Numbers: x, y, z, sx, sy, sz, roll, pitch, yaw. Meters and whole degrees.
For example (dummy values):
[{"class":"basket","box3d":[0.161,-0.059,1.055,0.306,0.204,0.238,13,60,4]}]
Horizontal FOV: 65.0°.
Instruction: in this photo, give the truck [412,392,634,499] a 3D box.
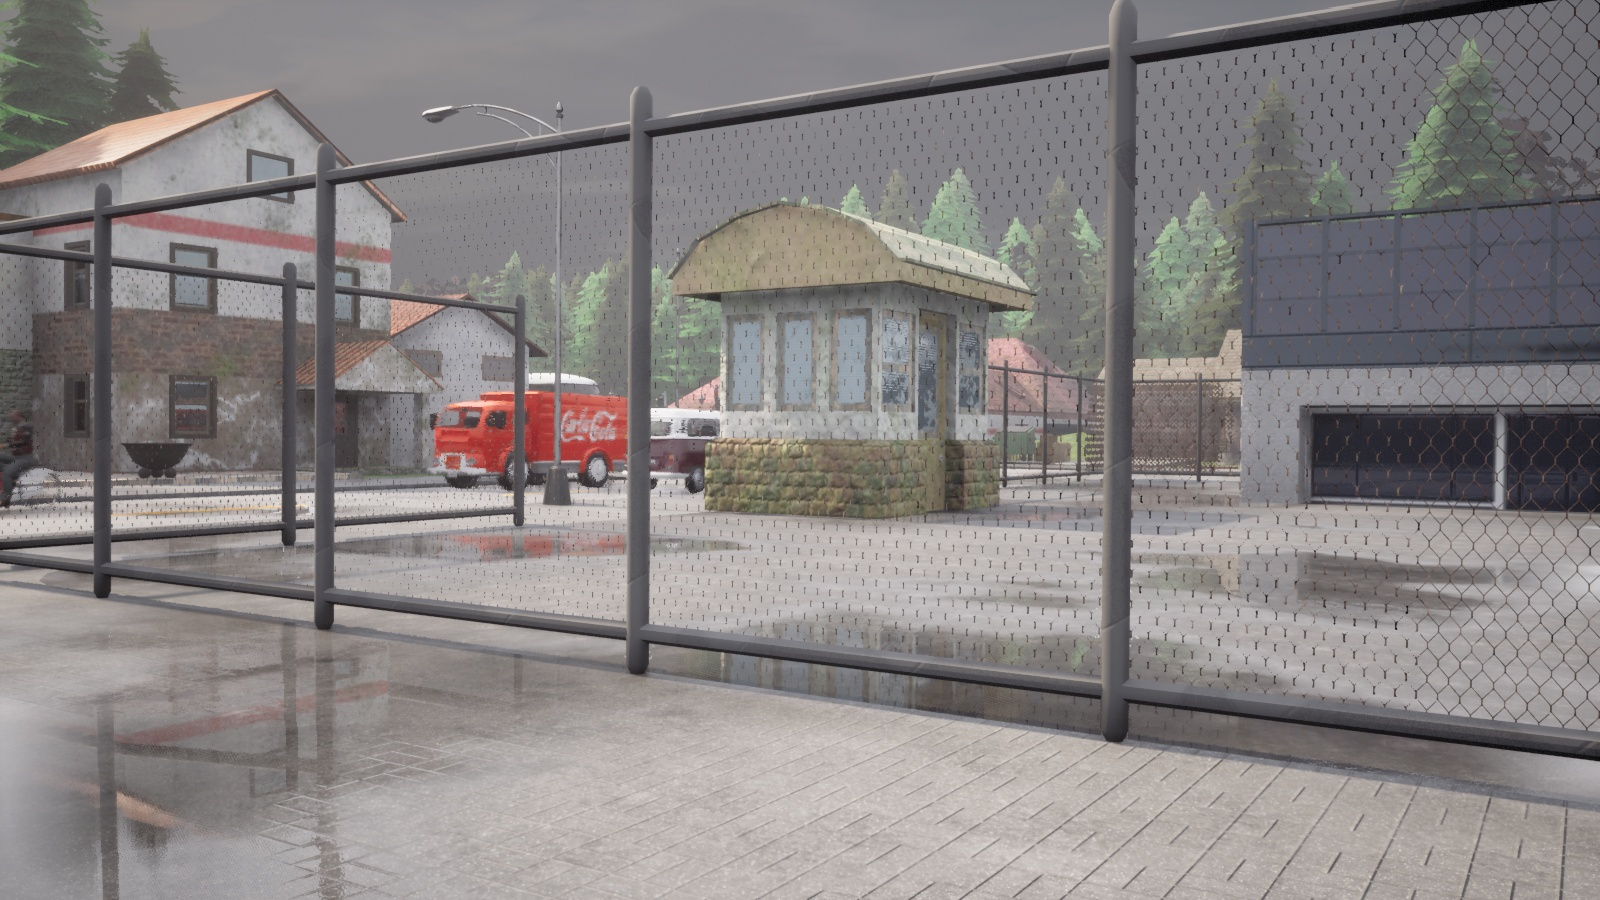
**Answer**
[{"class":"truck","box3d":[-6.930,-0.121,32.014,2.627,2.467,5.204,0,0,32]}]

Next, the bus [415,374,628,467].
[{"class":"bus","box3d":[-13.741,-1.362,61.640,10.273,4.253,3.944,0,1,31]}]

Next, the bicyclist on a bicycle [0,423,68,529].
[{"class":"bicyclist on a bicycle","box3d":[-13.615,0.433,21.425,0.659,1.776,1.843,0,1,32]}]

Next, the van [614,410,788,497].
[{"class":"van","box3d":[-2.406,0.044,31.686,2.069,2.038,4.480,0,1,32]}]
